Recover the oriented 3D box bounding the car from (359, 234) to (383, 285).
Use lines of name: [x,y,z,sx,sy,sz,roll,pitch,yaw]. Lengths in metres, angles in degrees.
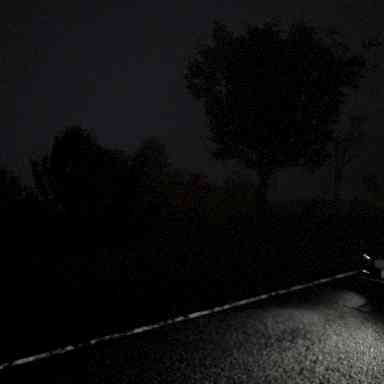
car: [6.122,1.471,8.361,4.902,1.511,2.128,0,0,-36]
